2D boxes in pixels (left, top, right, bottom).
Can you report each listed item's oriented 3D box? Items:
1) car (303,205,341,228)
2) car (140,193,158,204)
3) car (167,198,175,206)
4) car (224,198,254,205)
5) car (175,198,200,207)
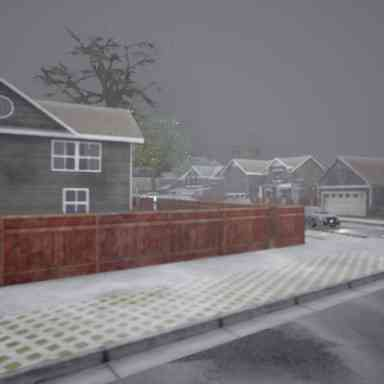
[{"bbox_3d":[7.766,1.591,22.145,1.994,1.385,4.181,1,0,-23],"label":"car"},{"bbox_3d":[-8.018,1.132,61.077,2.150,2.045,5.566,1,0,-30],"label":"car"},{"bbox_3d":[-3.239,1.544,52.400,1.895,1.301,4.718,1,0,-28],"label":"car"},{"bbox_3d":[4.418,1.348,29.984,2.097,1.767,4.553,1,0,-25],"label":"car"},{"bbox_3d":[0.098,1.485,39.330,1.812,1.442,4.674,1,0,-26],"label":"car"}]
